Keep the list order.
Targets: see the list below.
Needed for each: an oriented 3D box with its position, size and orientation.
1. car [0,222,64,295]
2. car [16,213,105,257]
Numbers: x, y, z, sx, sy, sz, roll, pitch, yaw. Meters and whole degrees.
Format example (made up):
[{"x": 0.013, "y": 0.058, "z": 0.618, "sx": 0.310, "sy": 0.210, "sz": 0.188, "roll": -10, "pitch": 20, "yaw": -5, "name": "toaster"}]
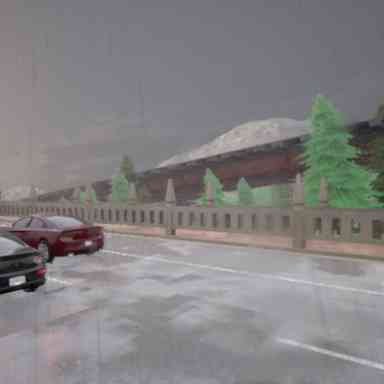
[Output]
[{"x": -5.220, "y": 1.538, "z": 7.712, "sx": 4.674, "sy": 1.442, "sz": 1.812, "roll": 0, "pitch": 0, "yaw": 35, "name": "car"}, {"x": -5.321, "y": 1.494, "z": 12.082, "sx": 5.008, "sy": 1.535, "sz": 1.882, "roll": 0, "pitch": 0, "yaw": 35, "name": "car"}]
